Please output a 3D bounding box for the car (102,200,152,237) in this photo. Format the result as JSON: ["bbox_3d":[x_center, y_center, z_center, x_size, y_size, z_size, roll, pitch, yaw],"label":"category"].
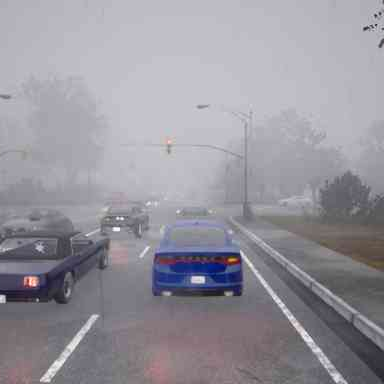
[{"bbox_3d":[-3.373,1.402,17.296,1.837,1.490,4.892,0,0,0],"label":"car"}]

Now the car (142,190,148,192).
[{"bbox_3d":[-10.459,0.827,64.560,2.097,1.767,4.553,0,1,0],"label":"car"}]

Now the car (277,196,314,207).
[{"bbox_3d":[13.290,1.200,42.822,4.674,1.442,1.812,0,1,-3],"label":"car"}]

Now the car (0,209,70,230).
[{"bbox_3d":[-7.077,1.478,15.322,1.994,1.385,4.181,0,0,0],"label":"car"}]

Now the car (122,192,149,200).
[{"bbox_3d":[-7.036,1.159,41.959,1.882,1.535,5.008,0,0,0],"label":"car"}]

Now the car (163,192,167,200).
[{"bbox_3d":[-6.966,0.858,72.852,1.882,1.535,5.008,0,1,0],"label":"car"}]

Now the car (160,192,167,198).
[{"bbox_3d":[-7.464,0.756,87.503,1.895,1.301,4.718,0,1,-3],"label":"car"}]

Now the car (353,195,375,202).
[{"bbox_3d":[22.478,1.174,43.329,4.892,1.490,1.837,0,1,-3],"label":"car"}]

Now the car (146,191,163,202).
[{"bbox_3d":[-6.989,1.083,60.197,1.994,1.385,4.181,0,1,0],"label":"car"}]

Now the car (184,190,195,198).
[{"bbox_3d":[-0.340,0.419,85.464,2.150,2.045,5.566,0,1,-4],"label":"car"}]

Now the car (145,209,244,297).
[{"bbox_3d":[0.114,1.446,8.591,1.882,1.535,5.008,0,0,0],"label":"car"}]

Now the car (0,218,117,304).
[{"bbox_3d":[-3.387,1.573,8.044,1.895,1.301,4.718,0,0,0],"label":"car"}]

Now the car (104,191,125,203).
[{"bbox_3d":[-10.526,0.868,46.139,2.150,2.045,5.566,0,0,0],"label":"car"}]

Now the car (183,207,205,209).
[{"bbox_3d":[0.126,1.458,17.572,1.994,1.385,4.181,0,0,0],"label":"car"}]

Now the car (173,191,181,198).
[{"bbox_3d":[-3.836,0.737,85.329,2.033,1.411,5.357,0,1,-4],"label":"car"}]
